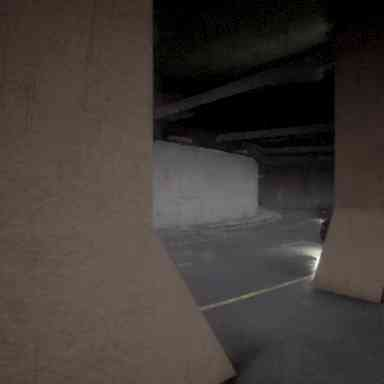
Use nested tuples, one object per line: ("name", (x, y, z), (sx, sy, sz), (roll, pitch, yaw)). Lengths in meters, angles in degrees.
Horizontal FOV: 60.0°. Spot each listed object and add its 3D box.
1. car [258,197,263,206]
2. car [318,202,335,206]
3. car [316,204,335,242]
("car", (11.262, 1.485, 62.745), (2.150, 2.045, 5.566), (0, 0, -20))
("car", (12.700, 1.676, 31.108), (2.033, 1.411, 5.357), (0, 0, 15))
("car", (7.908, 1.543, 16.166), (1.882, 1.535, 5.008), (0, 0, 41))
